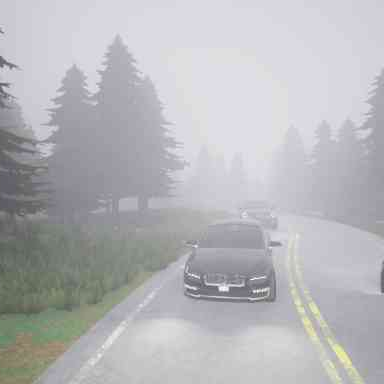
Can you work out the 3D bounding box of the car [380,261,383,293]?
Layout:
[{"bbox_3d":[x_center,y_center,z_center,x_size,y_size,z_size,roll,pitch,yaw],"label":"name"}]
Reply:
[{"bbox_3d":[4.499,1.308,4.646,2.097,1.767,4.553,-1,0,8],"label":"car"}]

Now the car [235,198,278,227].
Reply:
[{"bbox_3d":[3.919,1.269,20.498,2.097,1.767,4.553,-1,0,5],"label":"car"}]

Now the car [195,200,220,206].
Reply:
[{"bbox_3d":[1.969,1.799,44.866,1.812,1.442,4.674,3,-5,-35],"label":"car"}]

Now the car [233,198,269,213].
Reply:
[{"bbox_3d":[6.243,1.410,35.736,1.837,1.490,4.892,2,-1,-15],"label":"car"}]

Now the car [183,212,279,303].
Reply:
[{"bbox_3d":[1.100,1.496,8.420,1.837,1.490,4.892,-1,0,13],"label":"car"}]
